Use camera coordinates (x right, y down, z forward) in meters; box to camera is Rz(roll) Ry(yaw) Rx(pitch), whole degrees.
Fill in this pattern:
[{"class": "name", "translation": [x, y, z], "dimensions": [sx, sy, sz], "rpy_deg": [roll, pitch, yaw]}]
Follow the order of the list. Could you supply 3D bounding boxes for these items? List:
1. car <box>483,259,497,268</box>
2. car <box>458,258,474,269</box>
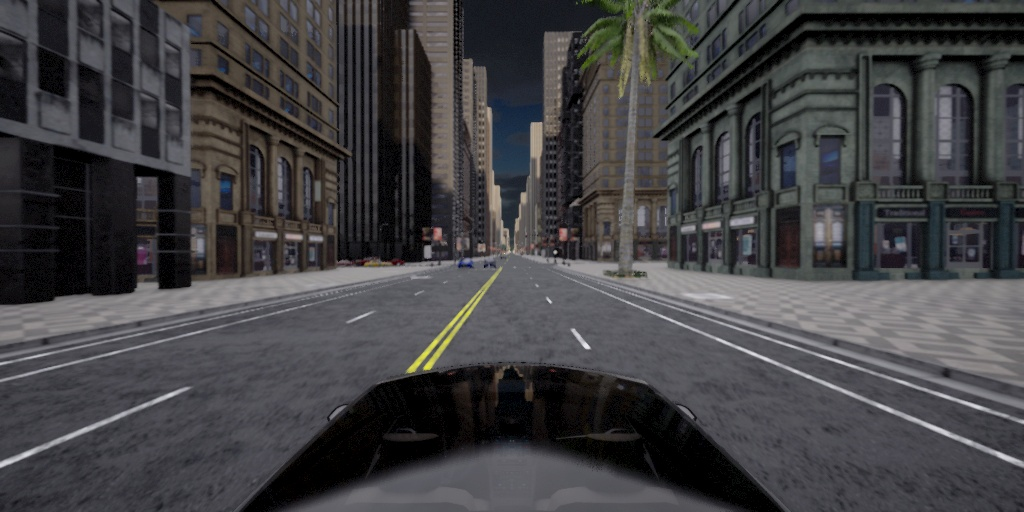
[{"class": "car", "translation": [-3.274, 1.093, 53.987], "dimensions": [2.033, 1.411, 5.357], "rpy_deg": [0, 0, 0]}, {"class": "car", "translation": [-6.550, 1.034, 51.248], "dimensions": [1.882, 1.535, 5.008], "rpy_deg": [0, 0, 0]}]
